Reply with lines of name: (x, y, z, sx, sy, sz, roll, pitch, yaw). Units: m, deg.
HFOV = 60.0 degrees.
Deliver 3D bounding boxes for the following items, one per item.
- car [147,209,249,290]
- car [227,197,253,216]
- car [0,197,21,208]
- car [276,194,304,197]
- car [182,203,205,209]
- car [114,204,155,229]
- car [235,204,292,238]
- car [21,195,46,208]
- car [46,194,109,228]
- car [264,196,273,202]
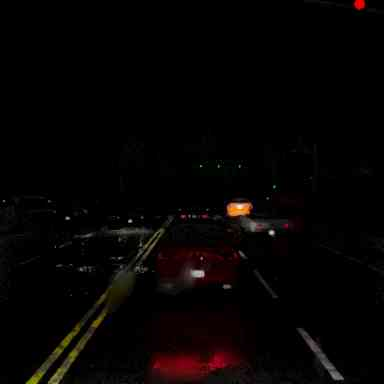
car: (0.108, 1.439, 8.989, 1.882, 1.535, 5.008, 0, 0, 0)
car: (4.051, 1.232, 28.157, 2.097, 1.767, 4.553, 0, 0, 8)
car: (-22.003, 1.068, 35.760, 5.566, 2.045, 2.150, 0, 0, -2)
car: (15.828, 1.263, 51.097, 5.008, 1.535, 1.882, 0, 0, -2)
car: (0.122, 1.455, 21.899, 2.033, 1.411, 5.357, 0, 0, 0)
car: (-3.522, 1.477, 20.953, 1.994, 1.385, 4.181, 0, 0, 1)
car: (3.618, 1.528, 17.281, 1.895, 1.301, 4.718, 0, 0, 0)
car: (-19.960, 1.168, 42.827, 4.553, 1.767, 2.097, 0, 0, -2)
car: (-7.012, 1.132, 21.584, 2.150, 2.045, 5.566, 0, 0, 1)
car: (14.886, 1.108, 58.067, 4.553, 1.767, 2.097, 0, 0, -2)
